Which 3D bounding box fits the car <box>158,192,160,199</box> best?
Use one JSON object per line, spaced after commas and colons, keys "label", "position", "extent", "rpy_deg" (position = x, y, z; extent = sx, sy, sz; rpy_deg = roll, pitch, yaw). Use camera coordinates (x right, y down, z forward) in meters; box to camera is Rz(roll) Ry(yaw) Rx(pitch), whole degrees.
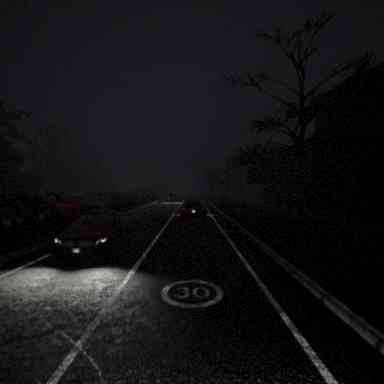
{"label": "car", "position": [-8.955, 0.831, 63.551], "extent": [4.674, 1.452, 2.002], "rpy_deg": [0, 1, 0]}

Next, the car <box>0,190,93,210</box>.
{"label": "car", "position": [-8.881, 1.056, 18.689], "extent": [5.566, 2.045, 2.435], "rpy_deg": [0, 1, 0]}

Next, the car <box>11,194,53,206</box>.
{"label": "car", "position": [-22.044, 1.086, 46.065], "extent": [4.792, 1.488, 2.163], "rpy_deg": [0, 1, 0]}

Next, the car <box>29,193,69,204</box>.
{"label": "car", "position": [-22.205, 0.980, 51.619], "extent": [5.366, 1.575, 1.946], "rpy_deg": [0, 1, 0]}

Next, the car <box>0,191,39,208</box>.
{"label": "car", "position": [-22.038, 0.866, 40.511], "extent": [5.566, 2.045, 2.435], "rpy_deg": [0, 1, 0]}

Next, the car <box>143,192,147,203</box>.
{"label": "car", "position": [-8.940, 1.080, 43.923], "extent": [4.892, 1.521, 2.231], "rpy_deg": [0, 1, 0]}

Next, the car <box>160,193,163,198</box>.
{"label": "car", "position": [-8.770, 0.741, 66.353], "extent": [5.366, 1.575, 1.946], "rpy_deg": [0, 1, 0]}

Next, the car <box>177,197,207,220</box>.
{"label": "car", "position": [0.110, 1.331, 25.467], "extent": [1.994, 1.385, 4.181], "rpy_deg": [0, 0, 0]}

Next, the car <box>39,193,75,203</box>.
{"label": "car", "position": [-22.018, 0.942, 54.396], "extent": [5.008, 1.535, 2.097], "rpy_deg": [0, 1, 0]}

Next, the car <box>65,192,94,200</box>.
{"label": "car", "position": [-22.039, 0.759, 65.499], "extent": [5.008, 1.535, 2.097], "rpy_deg": [0, 1, 0]}

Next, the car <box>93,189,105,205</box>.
{"label": "car", "position": [-8.884, 1.032, 21.492], "extent": [5.566, 2.045, 2.435], "rpy_deg": [0, 0, 0]}

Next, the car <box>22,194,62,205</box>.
{"label": "car", "position": [-21.988, 1.054, 48.848], "extent": [4.792, 1.488, 2.163], "rpy_deg": [0, 1, 0]}

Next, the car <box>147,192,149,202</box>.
{"label": "car", "position": [-8.933, 1.088, 46.726], "extent": [4.674, 1.452, 2.002], "rpy_deg": [0, 1, 0]}

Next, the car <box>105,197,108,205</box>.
{"label": "car", "position": [-8.912, 1.298, 24.298], "extent": [4.674, 1.452, 2.002], "rpy_deg": [0, 1, 0]}

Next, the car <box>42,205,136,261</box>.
{"label": "car", "position": [-3.358, 1.416, 11.997], "extent": [1.812, 1.442, 4.674], "rpy_deg": [0, 0, 0]}

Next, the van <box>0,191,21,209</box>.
{"label": "van", "position": [-22.124, 0.916, 37.735], "extent": [4.442, 1.987, 1.878], "rpy_deg": [0, 0, 0]}

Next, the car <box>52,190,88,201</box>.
{"label": "car", "position": [-22.000, 0.601, 59.944], "extent": [5.566, 2.045, 2.435], "rpy_deg": [0, 1, 0]}

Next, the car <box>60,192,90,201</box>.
{"label": "car", "position": [-22.036, 0.805, 62.723], "extent": [5.008, 1.535, 2.097], "rpy_deg": [0, 1, 0]}

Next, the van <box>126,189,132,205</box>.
{"label": "van", "position": [-9.042, 0.934, 35.508], "extent": [4.442, 1.987, 1.878], "rpy_deg": [0, 1, 0]}

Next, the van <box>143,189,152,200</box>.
{"label": "van", "position": [-9.058, 0.745, 52.333], "extent": [4.442, 1.987, 1.878], "rpy_deg": [0, 1, 0]}

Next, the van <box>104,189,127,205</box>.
{"label": "van", "position": [-9.039, 0.959, 32.705], "extent": [4.442, 1.987, 1.878], "rpy_deg": [0, 1, 0]}

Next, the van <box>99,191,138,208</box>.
{"label": "van", "position": [-9.047, 0.885, 41.113], "extent": [4.442, 1.987, 1.878], "rpy_deg": [0, 1, 0]}

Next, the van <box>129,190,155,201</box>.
{"label": "van", "position": [-9.066, 0.612, 60.743], "extent": [4.442, 1.987, 1.878], "rpy_deg": [0, 1, 0]}

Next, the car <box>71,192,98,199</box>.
{"label": "car", "position": [-22.043, 0.714, 68.274], "extent": [4.892, 1.521, 2.231], "rpy_deg": [0, 1, 0]}

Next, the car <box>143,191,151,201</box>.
{"label": "car", "position": [-8.968, 1.042, 49.534], "extent": [4.792, 1.488, 2.163], "rpy_deg": [0, 1, 0]}

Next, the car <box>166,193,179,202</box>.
{"label": "car", "position": [-3.280, 0.912, 56.036], "extent": [1.837, 1.490, 4.892], "rpy_deg": [0, 1, 0]}

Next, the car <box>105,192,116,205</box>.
{"label": "car", "position": [-8.949, 1.108, 27.100], "extent": [4.553, 1.767, 2.185], "rpy_deg": [0, 0, 0]}

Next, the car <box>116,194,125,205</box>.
{"label": "car", "position": [-8.914, 1.210, 29.904], "extent": [4.892, 1.521, 2.231], "rpy_deg": [0, 1, 0]}

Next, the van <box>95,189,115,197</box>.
{"label": "van", "position": [-22.169, 0.211, 84.921], "extent": [4.442, 1.987, 1.878], "rpy_deg": [0, 1, 0]}

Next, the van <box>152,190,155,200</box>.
{"label": "van", "position": [-8.828, 0.704, 55.134], "extent": [4.442, 1.987, 1.878], "rpy_deg": [0, 1, 0]}

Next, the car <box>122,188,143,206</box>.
{"label": "car", "position": [-8.900, 0.884, 38.312], "extent": [5.566, 2.045, 2.435], "rpy_deg": [0, 0, 0]}

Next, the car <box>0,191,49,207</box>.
{"label": "car", "position": [-21.984, 0.836, 43.287], "extent": [5.566, 2.045, 2.435], "rpy_deg": [0, 1, 0]}

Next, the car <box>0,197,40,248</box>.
{"label": "car", "position": [-8.873, 1.231, 13.084], "extent": [4.553, 1.767, 2.185], "rpy_deg": [0, 1, 0]}

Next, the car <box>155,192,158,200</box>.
{"label": "car", "position": [-8.942, 0.884, 57.944], "extent": [5.008, 1.535, 2.097], "rpy_deg": [0, 1, 0]}

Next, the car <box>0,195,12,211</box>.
{"label": "car", "position": [-22.191, 1.163, 34.962], "extent": [5.366, 1.575, 1.946], "rpy_deg": [0, 0, 0]}

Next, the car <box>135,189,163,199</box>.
{"label": "car", "position": [-8.929, 0.446, 69.152], "extent": [5.566, 2.045, 2.435], "rpy_deg": [0, 1, 0]}

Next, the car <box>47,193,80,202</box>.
{"label": "car", "position": [-22.020, 0.899, 57.174], "extent": [4.892, 1.521, 2.231], "rpy_deg": [0, 1, 0]}

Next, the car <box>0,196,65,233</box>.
{"label": "car", "position": [-8.876, 1.207, 15.887], "extent": [4.553, 1.767, 2.185], "rpy_deg": [0, 1, 0]}
